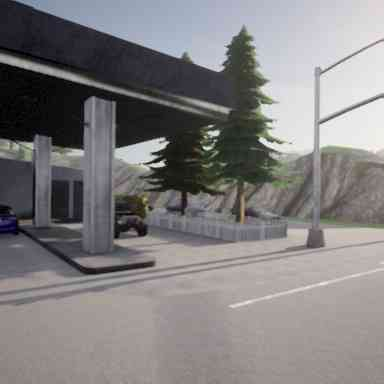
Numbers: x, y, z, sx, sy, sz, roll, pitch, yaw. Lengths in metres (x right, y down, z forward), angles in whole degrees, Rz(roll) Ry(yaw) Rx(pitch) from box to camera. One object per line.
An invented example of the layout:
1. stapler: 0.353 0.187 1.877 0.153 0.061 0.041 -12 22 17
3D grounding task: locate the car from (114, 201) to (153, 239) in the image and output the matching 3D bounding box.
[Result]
1. car: -4.067 1.452 18.512 1.905 1.878 3.866 1 0 -35

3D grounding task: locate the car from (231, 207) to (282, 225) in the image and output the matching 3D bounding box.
1. car: 4.739 1.818 24.987 1.994 1.385 4.181 1 0 -35

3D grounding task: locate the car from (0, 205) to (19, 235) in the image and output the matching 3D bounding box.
1. car: -11.195 1.530 18.800 2.242 1.667 4.611 1 0 -35

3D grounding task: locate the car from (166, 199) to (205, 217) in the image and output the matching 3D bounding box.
1. car: -0.655 1.545 32.832 2.097 1.767 4.553 1 0 -35
